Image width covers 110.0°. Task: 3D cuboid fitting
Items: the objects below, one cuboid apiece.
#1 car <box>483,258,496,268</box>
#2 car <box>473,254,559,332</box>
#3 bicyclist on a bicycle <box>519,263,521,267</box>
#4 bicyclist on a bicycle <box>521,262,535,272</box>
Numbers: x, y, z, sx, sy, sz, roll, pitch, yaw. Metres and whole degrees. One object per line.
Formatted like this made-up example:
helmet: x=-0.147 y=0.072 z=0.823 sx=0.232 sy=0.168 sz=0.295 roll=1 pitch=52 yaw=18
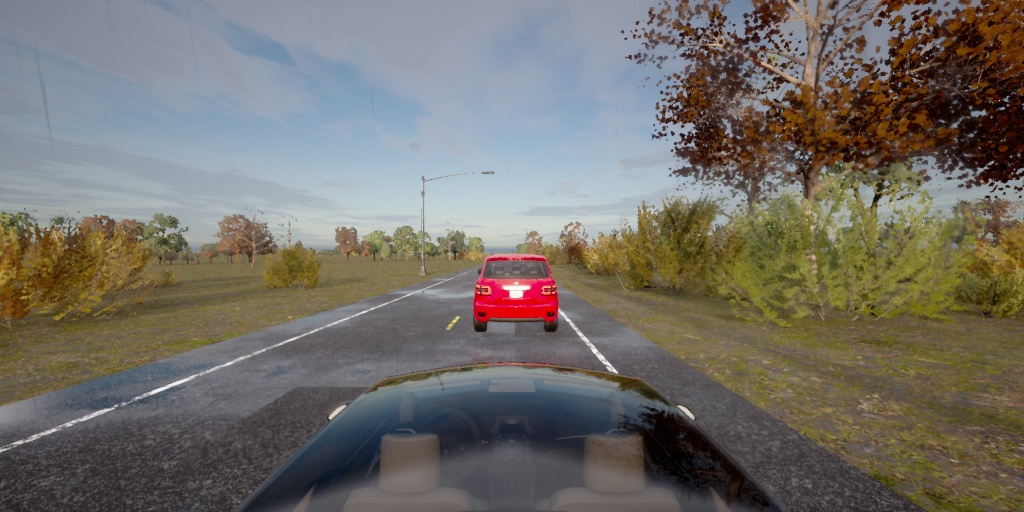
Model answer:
car: x=-3.925 y=1.212 z=62.727 sx=1.882 sy=1.535 sz=5.008 roll=0 pitch=0 yaw=0
car: x=0.090 y=0.968 z=10.973 sx=2.150 sy=2.045 sz=5.566 roll=0 pitch=0 yaw=0
bicyclist on a bicycle: x=0.899 y=1.111 z=28.692 sx=0.659 sy=1.776 sz=1.843 roll=0 pitch=0 yaw=0
bicyclist on a bicycle: x=0.940 y=1.114 z=18.679 sx=0.659 sy=1.776 sz=1.843 roll=0 pitch=0 yaw=0
